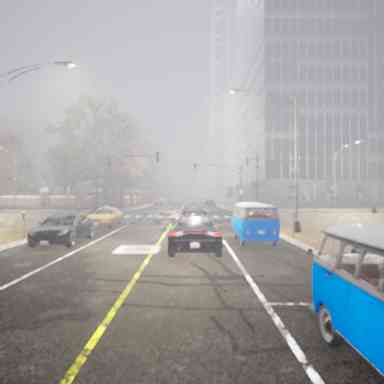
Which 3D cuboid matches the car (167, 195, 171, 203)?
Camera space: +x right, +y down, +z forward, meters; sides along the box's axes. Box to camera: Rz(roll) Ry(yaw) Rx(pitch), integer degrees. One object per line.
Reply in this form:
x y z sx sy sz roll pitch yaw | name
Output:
-5.689 1.741 64.659 2.008 1.369 4.403 0 0 0 | car

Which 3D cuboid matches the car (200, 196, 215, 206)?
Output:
2.693 1.597 53.299 1.967 1.590 4.097 0 0 0 | car

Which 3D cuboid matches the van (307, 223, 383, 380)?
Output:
2.694 1.357 3.777 1.690 1.788 3.998 0 0 0 | van

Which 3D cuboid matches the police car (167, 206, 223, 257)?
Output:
0.100 1.556 13.363 2.038 1.542 4.974 0 0 0 | police car

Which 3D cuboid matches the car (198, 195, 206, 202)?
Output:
2.692 1.683 87.385 1.967 1.590 4.097 0 0 0 | car

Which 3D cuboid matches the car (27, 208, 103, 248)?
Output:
-5.768 1.617 15.172 1.947 1.339 4.313 0 0 0 | car

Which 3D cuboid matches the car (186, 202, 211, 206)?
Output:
0.101 1.640 24.318 1.994 1.385 4.181 0 0 0 | car

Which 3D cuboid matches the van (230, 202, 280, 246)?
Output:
2.775 1.391 15.174 1.690 1.788 3.998 0 0 0 | van

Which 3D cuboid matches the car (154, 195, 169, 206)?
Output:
-5.689 1.719 58.977 1.887 1.381 4.507 0 0 0 | car

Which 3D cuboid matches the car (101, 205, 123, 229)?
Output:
-5.817 1.597 22.406 1.752 1.417 4.829 0 0 0 | car
